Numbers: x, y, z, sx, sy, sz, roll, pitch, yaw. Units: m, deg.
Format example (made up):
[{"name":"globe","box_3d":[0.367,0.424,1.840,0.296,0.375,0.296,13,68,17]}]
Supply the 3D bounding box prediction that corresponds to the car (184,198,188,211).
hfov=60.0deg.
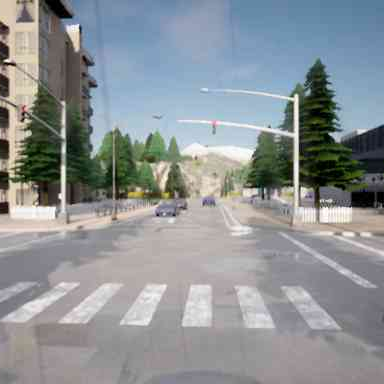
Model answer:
[{"name":"car","box_3d":[-1.588,1.523,42.207,2.128,1.511,4.902,0,0,4]}]

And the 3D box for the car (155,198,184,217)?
[{"name":"car","box_3d":[-2.257,1.579,32.144,2.033,1.411,5.357,0,0,4]}]

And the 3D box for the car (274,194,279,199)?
[{"name":"car","box_3d":[22.180,1.412,89.895,1.970,1.475,3.806,0,0,4]}]

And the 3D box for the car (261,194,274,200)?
[{"name":"car","box_3d":[18.649,1.402,82.720,1.845,1.501,3.633,0,0,4]}]

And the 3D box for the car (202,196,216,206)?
[{"name":"car","box_3d":[2.782,1.382,54.108,2.097,1.767,4.553,0,0,4]}]
